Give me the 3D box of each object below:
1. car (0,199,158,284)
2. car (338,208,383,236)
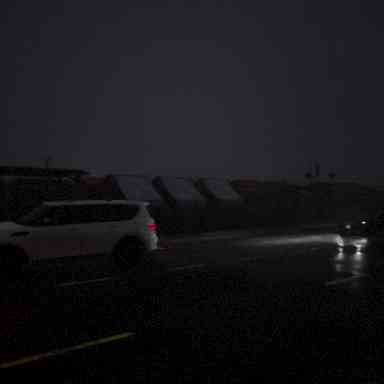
[{"bbox_3d":[-3.714,1.239,9.923,5.566,2.045,2.150,1,0,-35],"label":"car"},{"bbox_3d":[10.755,1.705,20.014,4.902,1.511,2.128,1,0,-35],"label":"car"}]
